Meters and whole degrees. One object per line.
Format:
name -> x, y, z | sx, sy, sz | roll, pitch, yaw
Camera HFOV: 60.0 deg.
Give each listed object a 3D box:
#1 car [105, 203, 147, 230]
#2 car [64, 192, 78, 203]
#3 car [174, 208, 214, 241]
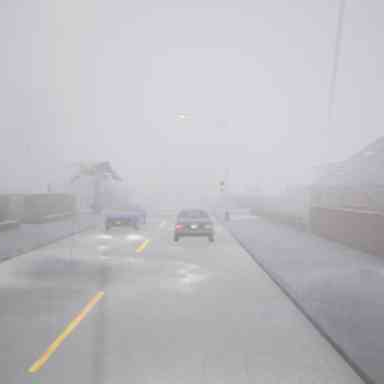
car -> -4.031, 1.429, 20.818 | 1.882, 1.535, 5.008 | 0, 0, 0
car -> -19.829, 0.861, 52.662 | 1.905, 1.878, 3.866 | 0, 0, 35
car -> 0.079, 1.506, 16.522 | 2.033, 1.411, 5.357 | 0, 0, 0
